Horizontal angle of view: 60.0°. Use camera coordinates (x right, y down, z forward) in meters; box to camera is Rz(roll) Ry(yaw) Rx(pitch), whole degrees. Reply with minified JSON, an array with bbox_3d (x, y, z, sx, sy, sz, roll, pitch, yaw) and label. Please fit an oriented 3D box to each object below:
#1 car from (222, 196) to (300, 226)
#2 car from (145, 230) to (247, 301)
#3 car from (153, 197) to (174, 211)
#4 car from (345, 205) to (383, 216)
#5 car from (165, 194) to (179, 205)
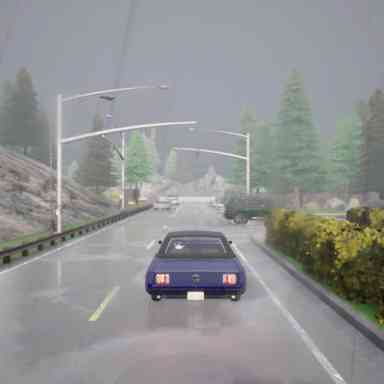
[{"bbox_3d":[4.983,1.340,23.825,5.566,2.045,2.150,2,1,3],"label":"car"},{"bbox_3d":[0.081,1.601,8.263,1.895,1.301,4.718,0,0,0],"label":"car"},{"bbox_3d":[-3.601,1.600,40.155,1.895,1.301,4.718,0,0,0],"label":"car"},{"bbox_3d":[15.491,1.763,27.836,4.718,1.301,1.895,0,0,0],"label":"car"},{"bbox_3d":[-3.509,1.300,58.569,2.150,2.045,5.566,0,0,0],"label":"car"}]
